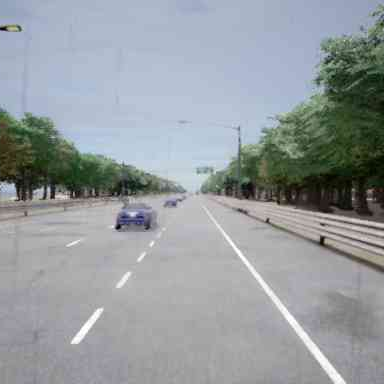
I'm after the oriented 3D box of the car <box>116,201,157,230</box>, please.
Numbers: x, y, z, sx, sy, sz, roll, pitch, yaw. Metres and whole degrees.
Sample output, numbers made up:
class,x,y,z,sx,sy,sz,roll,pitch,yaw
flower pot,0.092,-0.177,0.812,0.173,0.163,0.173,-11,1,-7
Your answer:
class,x,y,z,sx,sy,sz,roll,pitch,yaw
car,-3.490,1.387,21.653,2.097,1.767,4.553,0,0,0

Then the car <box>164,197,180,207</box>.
class,x,y,z,sx,sy,sz,roll,pitch,yaw
car,-3.381,1.638,53.219,1.812,1.442,4.674,0,0,0

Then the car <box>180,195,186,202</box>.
class,x,y,z,sx,sy,sz,roll,pitch,yaw
car,-3.186,1.782,82.435,1.895,1.301,4.718,0,0,0
